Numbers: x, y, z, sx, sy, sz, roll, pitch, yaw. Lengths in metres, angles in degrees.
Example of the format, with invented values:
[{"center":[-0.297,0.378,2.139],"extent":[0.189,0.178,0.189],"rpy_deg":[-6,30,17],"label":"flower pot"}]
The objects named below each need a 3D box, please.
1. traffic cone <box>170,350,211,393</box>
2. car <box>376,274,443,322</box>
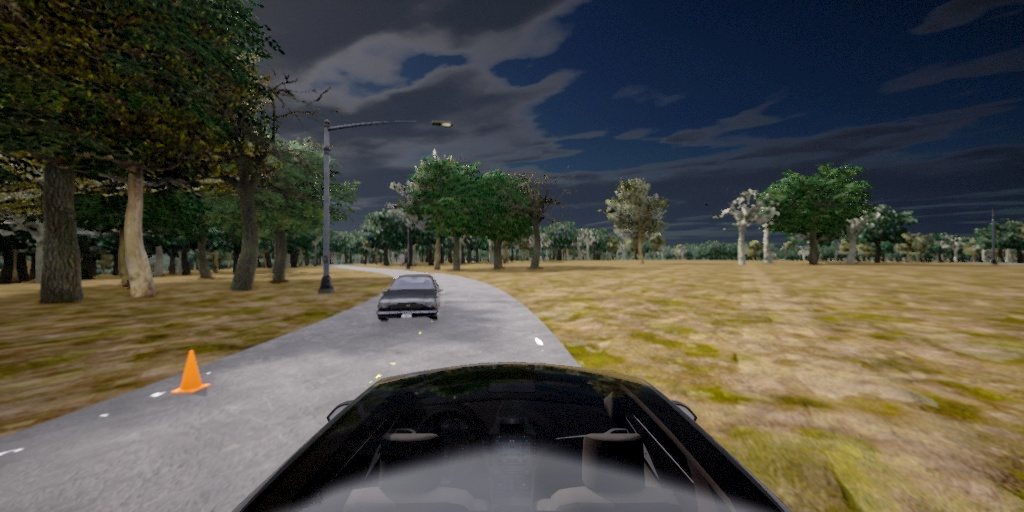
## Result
[{"center":[-4.903,1.738,5.480],"extent":[0.340,0.580,0.340],"rpy_deg":[0,0,-2],"label":"traffic cone"},{"center":[-3.528,1.392,13.122],"extent":[2.033,1.411,5.357],"rpy_deg":[0,0,-10],"label":"car"}]
